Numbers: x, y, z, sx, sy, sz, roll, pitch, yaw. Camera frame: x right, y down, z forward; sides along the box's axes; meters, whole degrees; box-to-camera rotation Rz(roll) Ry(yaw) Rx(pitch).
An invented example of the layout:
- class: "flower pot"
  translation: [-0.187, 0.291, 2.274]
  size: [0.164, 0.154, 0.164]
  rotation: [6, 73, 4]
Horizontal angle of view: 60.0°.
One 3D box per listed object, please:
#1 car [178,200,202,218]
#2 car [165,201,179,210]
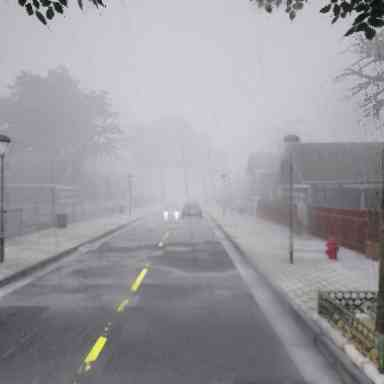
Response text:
- class: "car"
  translation: [-0.024, 1.791, 32.433]
  size: [1.994, 1.385, 4.181]
  rotation: [0, 0, 0]
- class: "car"
  translation: [-2.809, 1.966, 48.075]
  size: [1.895, 1.301, 4.718]
  rotation: [0, 0, 0]
